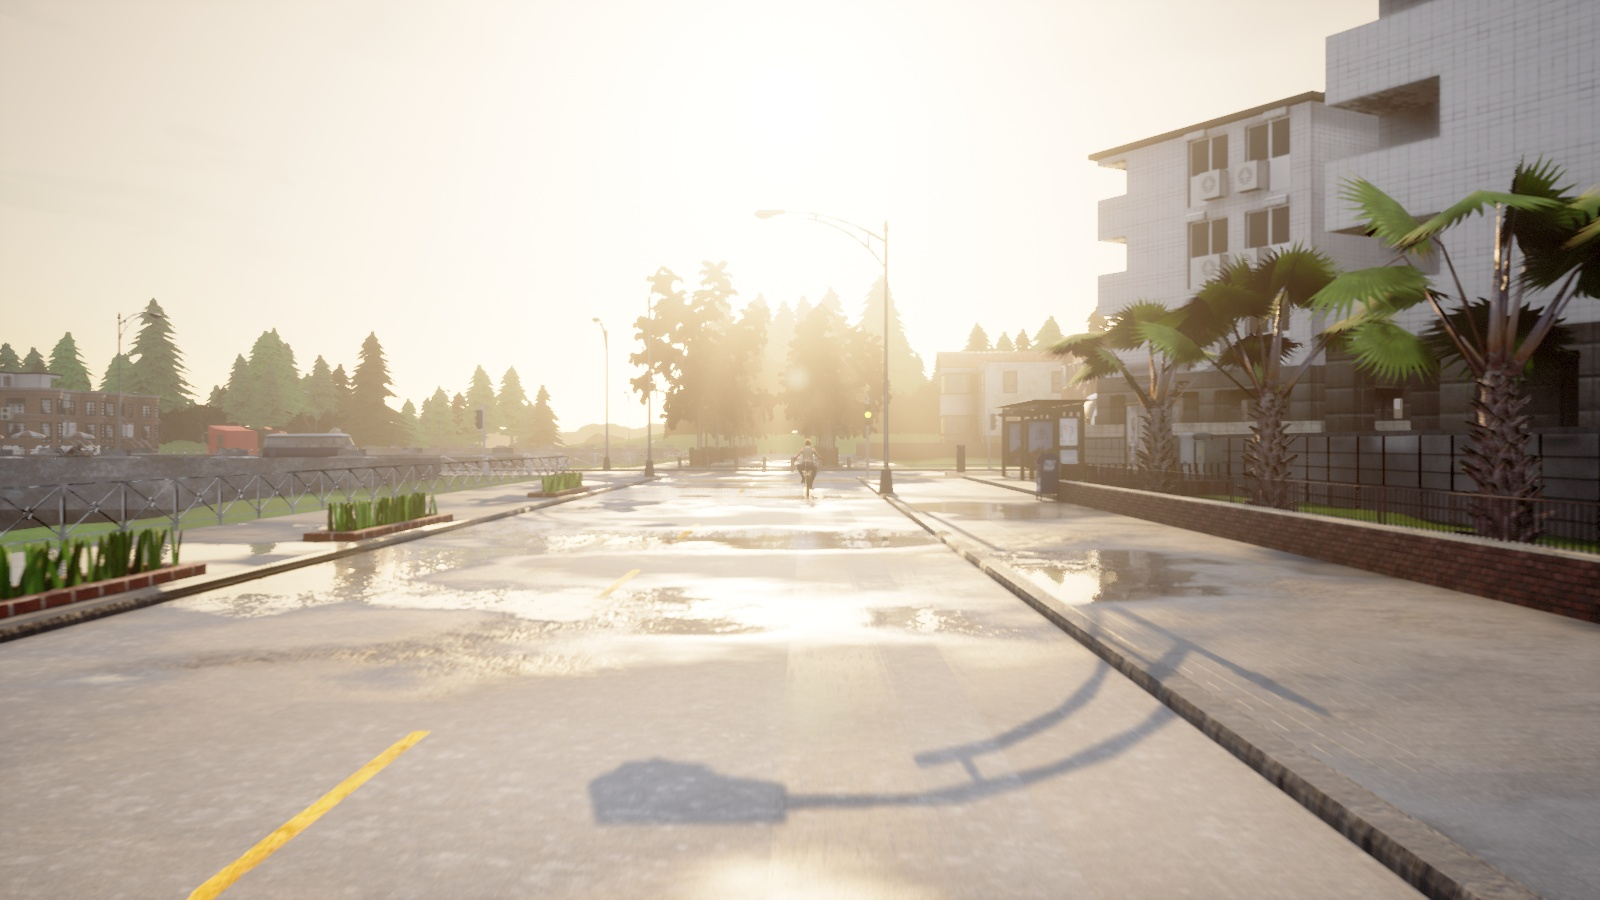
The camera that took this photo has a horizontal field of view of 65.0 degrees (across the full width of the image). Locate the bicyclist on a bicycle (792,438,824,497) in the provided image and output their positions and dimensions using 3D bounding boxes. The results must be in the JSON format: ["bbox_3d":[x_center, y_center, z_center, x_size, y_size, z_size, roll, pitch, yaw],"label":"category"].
[{"bbox_3d":[0.219,0.483,35.430,0.866,1.612,1.509,0,0,0],"label":"bicyclist on a bicycle"}]

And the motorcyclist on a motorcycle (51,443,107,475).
[{"bbox_3d":[-34.739,0.413,60.504,2.191,1.530,0.866,0,0,0],"label":"motorcyclist on a motorcycle"}]

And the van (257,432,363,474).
[{"bbox_3d":[-23.547,0.140,60.445,4.442,1.987,1.775,0,0,0],"label":"van"}]

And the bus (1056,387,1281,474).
[{"bbox_3d":[18.605,-0.976,63.988,10.273,4.253,3.944,0,0,0],"label":"bus"}]
